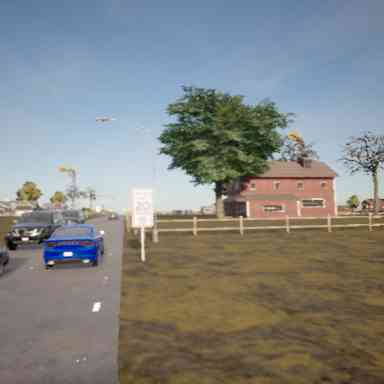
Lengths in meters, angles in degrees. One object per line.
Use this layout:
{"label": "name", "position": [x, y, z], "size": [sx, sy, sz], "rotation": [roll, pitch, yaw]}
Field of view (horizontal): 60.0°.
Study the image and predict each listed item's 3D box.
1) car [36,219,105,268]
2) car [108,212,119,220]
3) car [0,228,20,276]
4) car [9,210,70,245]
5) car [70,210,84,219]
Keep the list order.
{"label": "car", "position": [-4.760, 2.091, 13.869], "size": [1.882, 1.535, 5.008], "rotation": [0, -2, -12]}
{"label": "car", "position": [-14.324, 4.392, 60.766], "size": [2.033, 1.411, 5.357], "rotation": [0, -3, -12]}
{"label": "car", "position": [-6.853, 2.010, 9.366], "size": [2.033, 1.411, 5.357], "rotation": [0, -2, -12]}
{"label": "car", "position": [-8.916, 2.139, 19.490], "size": [2.150, 2.045, 5.566], "rotation": [-1, -2, -11]}
{"label": "car", "position": [-11.045, 2.621, 29.989], "size": [2.150, 2.045, 5.566], "rotation": [0, -2, -11]}
